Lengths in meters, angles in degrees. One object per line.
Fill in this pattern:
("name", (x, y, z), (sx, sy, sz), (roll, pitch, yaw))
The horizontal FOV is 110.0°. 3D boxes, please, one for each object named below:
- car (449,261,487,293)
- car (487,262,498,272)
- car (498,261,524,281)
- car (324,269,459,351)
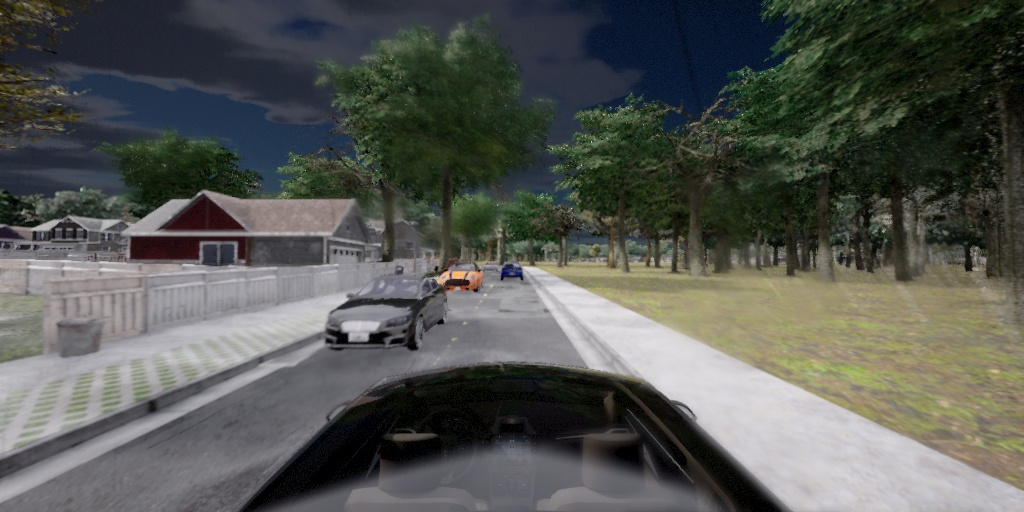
("car", (-2.839, 1.121, 20.981), (2.097, 1.767, 4.553), (0, 0, 0))
("car", (-2.747, 1.453, 47.551), (1.895, 1.301, 4.718), (0, 0, 0))
("car", (0.007, 1.265, 30.953), (1.882, 1.535, 5.008), (0, 0, 0))
("car", (-2.848, 1.245, 9.120), (2.128, 1.511, 4.902), (0, 0, 0))
